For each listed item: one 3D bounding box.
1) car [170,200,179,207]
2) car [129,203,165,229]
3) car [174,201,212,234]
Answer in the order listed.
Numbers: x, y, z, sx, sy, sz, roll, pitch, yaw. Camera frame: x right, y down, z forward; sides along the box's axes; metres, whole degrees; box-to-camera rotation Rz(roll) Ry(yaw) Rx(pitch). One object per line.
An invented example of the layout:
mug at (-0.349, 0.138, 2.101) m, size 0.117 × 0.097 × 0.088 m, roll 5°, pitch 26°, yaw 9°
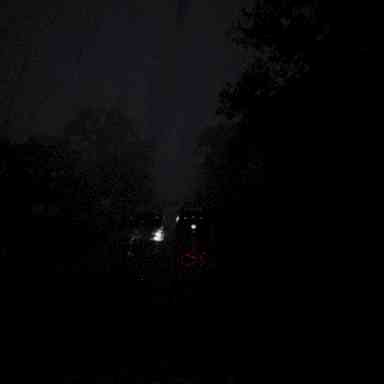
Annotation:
car at (-3.056, 2.128, 62.461) m, size 1.994 × 1.385 × 4.181 m, roll 0°, pitch -1°, yaw 0°
car at (-2.887, 1.496, 22.045) m, size 1.882 × 1.535 × 5.008 m, roll 0°, pitch 0°, yaw 0°
car at (0.074, 1.516, 19.449) m, size 1.837 × 1.490 × 4.892 m, roll 0°, pitch 0°, yaw 0°
